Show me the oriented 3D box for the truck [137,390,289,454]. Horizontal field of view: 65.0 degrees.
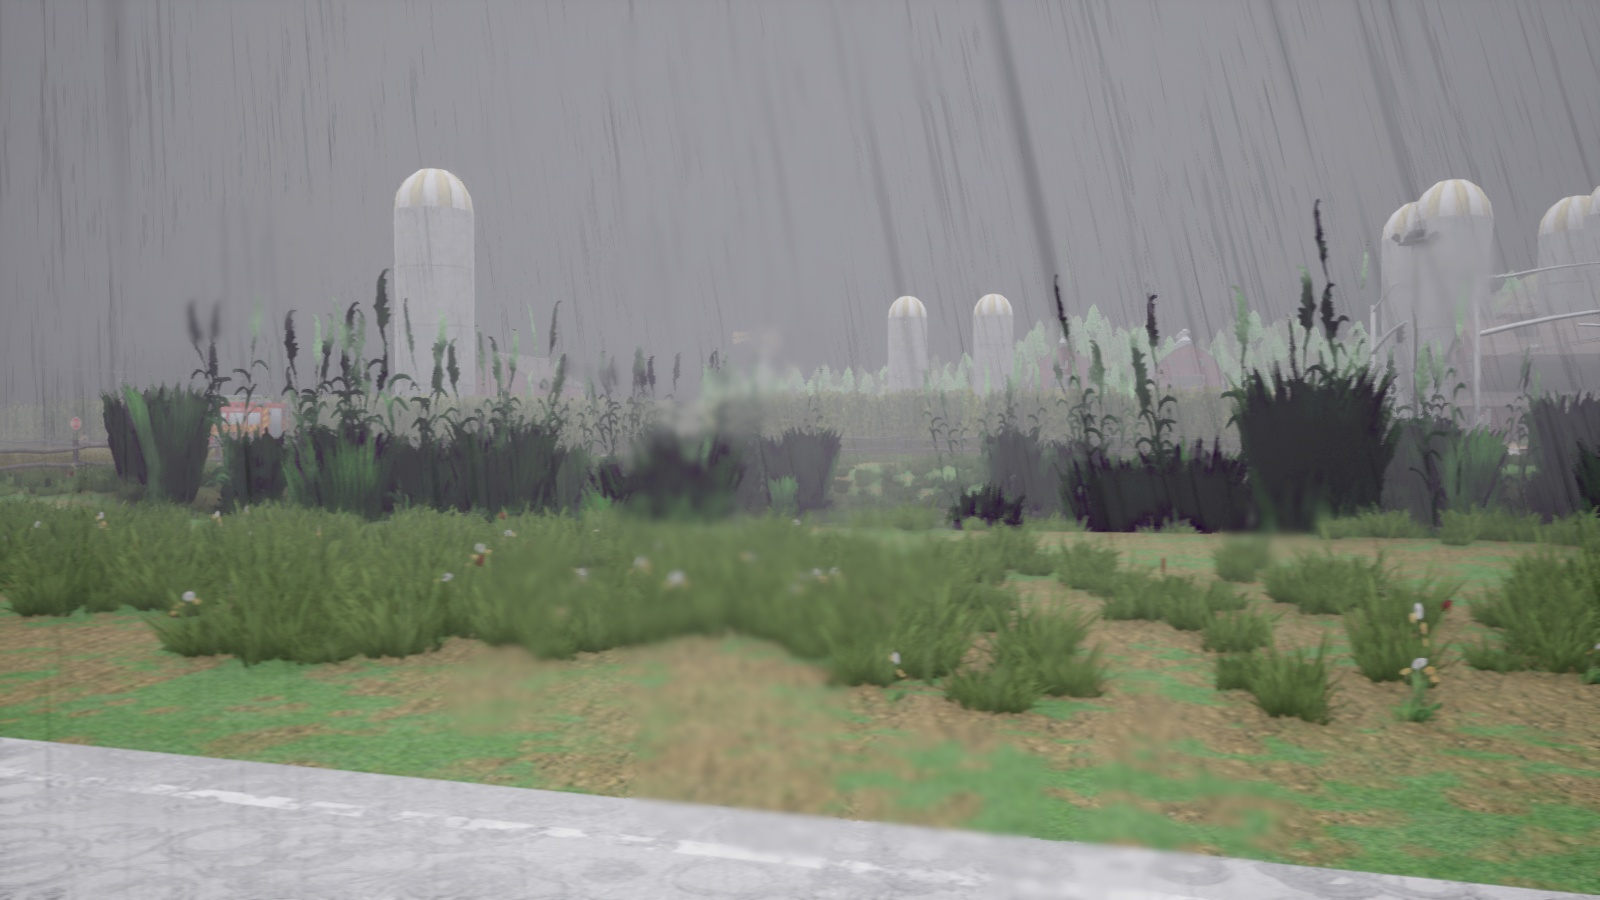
[{"bbox_3d":[-35.975,-1.710,77.057,8.468,3.827,2.891,0,1,13],"label":"truck"}]
